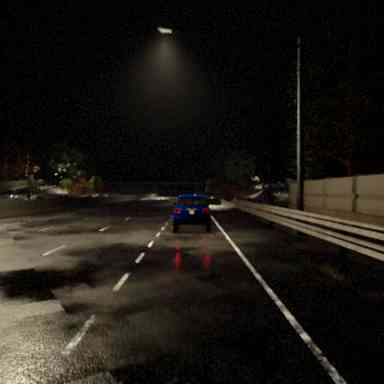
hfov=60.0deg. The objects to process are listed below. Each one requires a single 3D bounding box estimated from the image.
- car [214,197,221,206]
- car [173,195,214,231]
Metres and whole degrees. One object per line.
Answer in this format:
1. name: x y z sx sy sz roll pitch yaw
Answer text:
1. car: 3.762 1.626 56.875 2.128 1.511 4.902 0 -2 17
2. car: -0.012 1.193 20.645 2.150 2.045 5.566 0 0 0
